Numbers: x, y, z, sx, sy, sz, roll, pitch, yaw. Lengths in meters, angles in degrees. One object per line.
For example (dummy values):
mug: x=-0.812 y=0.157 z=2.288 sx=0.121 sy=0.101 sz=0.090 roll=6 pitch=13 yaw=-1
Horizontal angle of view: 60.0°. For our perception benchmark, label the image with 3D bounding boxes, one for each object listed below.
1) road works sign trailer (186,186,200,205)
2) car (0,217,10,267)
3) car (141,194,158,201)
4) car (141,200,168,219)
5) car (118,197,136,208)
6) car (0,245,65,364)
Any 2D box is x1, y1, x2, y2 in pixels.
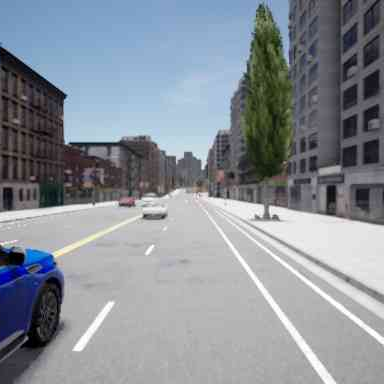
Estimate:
road works sign trailer: x=0.020 y=0.633 z=63.593 sx=2.380 sy=3.560 sz=2.880 roll=0 pitch=0 yaw=3
car: x=-6.599 y=1.518 z=8.077 sx=1.812 sy=1.442 sz=4.674 roll=0 pitch=0 yaw=0
car: x=-6.563 y=1.309 z=51.823 sx=2.150 sy=2.045 sz=5.566 roll=0 pitch=0 yaw=1
car: x=-3.154 y=1.600 z=29.338 sx=1.895 sy=1.301 sz=4.718 roll=0 pitch=0 yaw=0
car: x=-9.815 y=1.558 z=50.497 sx=1.882 sy=1.535 sz=5.008 roll=0 pitch=-1 yaw=0
car: x=-3.151 y=1.217 z=3.098 sx=2.150 sy=2.045 sz=5.566 roll=0 pitch=0 yaw=0
